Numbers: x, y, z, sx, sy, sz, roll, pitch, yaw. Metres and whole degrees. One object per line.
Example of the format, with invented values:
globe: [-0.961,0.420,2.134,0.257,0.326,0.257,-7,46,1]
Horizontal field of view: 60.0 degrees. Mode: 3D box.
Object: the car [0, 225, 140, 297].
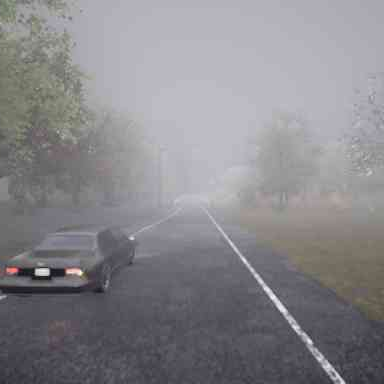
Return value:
car: [-2.755,1.580,8.843,2.033,1.411,5.357,0,0,2]
